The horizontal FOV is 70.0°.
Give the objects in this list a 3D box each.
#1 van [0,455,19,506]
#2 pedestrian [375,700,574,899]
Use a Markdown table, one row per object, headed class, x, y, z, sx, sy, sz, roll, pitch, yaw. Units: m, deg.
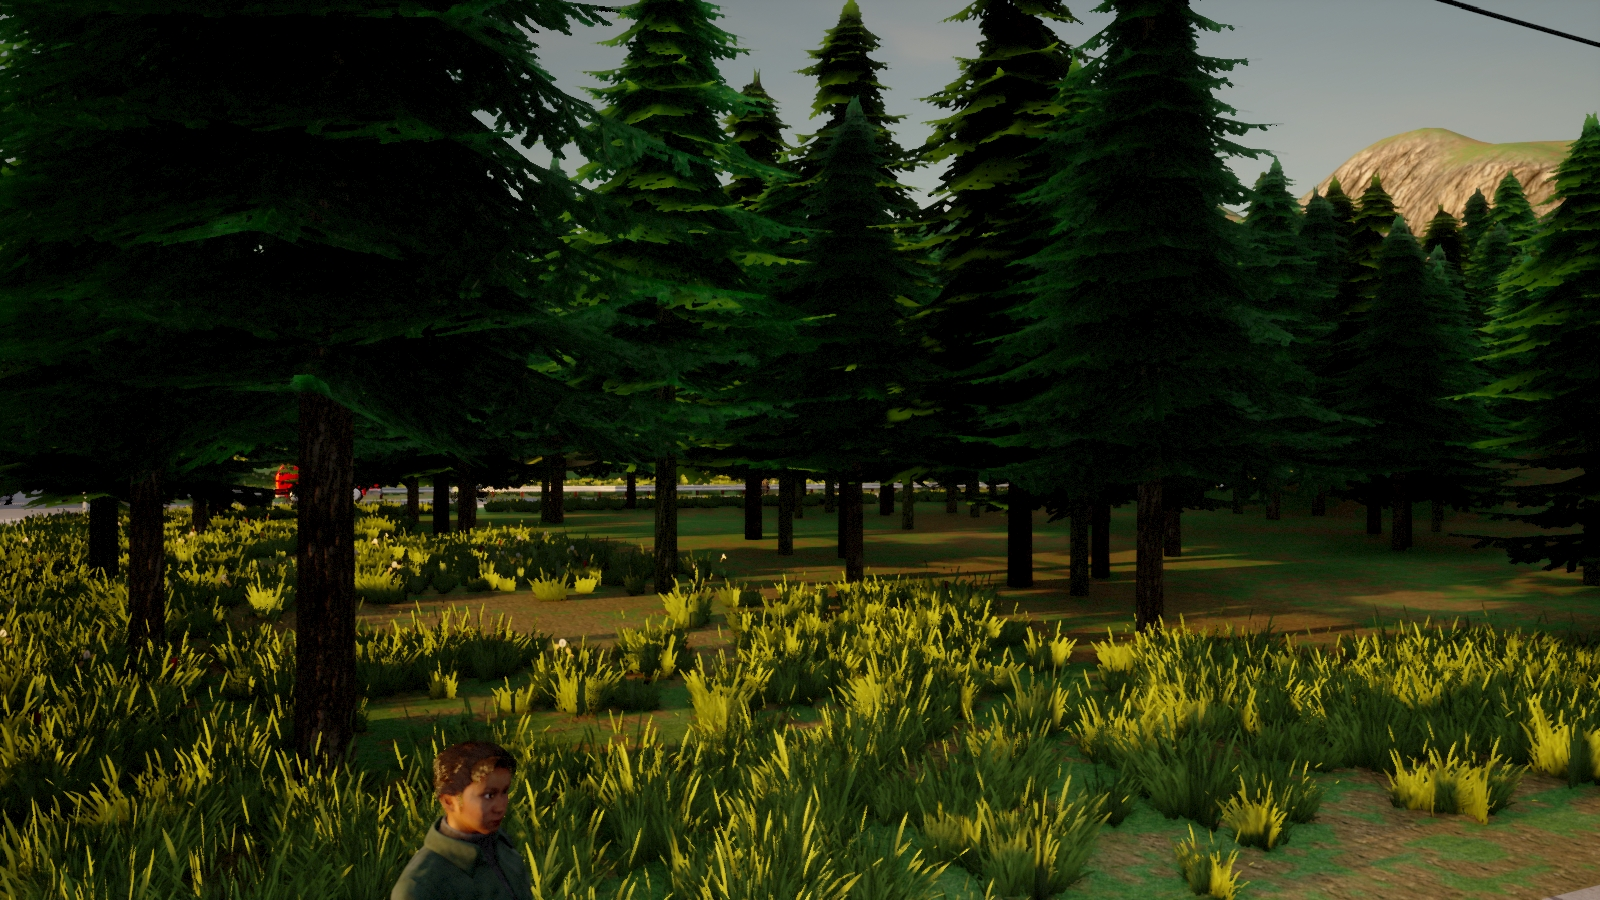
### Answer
| class | x | y | z | sx | sy | sz | roll | pitch | yaw |
| --- | --- | --- | --- | --- | --- | --- | --- | --- | --- |
| van | -41.165 | 1.530 | 57.282 | 1.988 | 2.561 | 5.915 | 0 | 0 | -21 |
| pedestrian | -0.876 | 1.663 | 3.115 | 0.375 | 1.860 | 0.375 | 0 | 0 | 19 |
